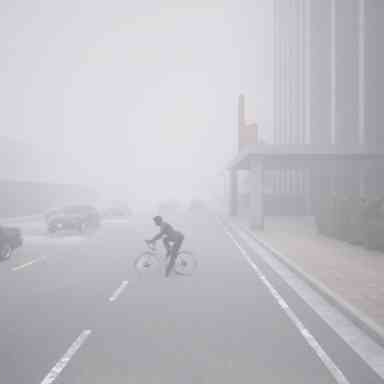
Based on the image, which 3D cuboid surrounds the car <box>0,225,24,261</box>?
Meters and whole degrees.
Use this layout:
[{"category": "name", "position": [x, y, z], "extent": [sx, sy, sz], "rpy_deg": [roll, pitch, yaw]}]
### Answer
[{"category": "car", "position": [-6.978, 1.547, 9.581], "extent": [2.033, 1.411, 5.357], "rpy_deg": [0, 0, 1]}]

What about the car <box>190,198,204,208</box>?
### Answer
[{"category": "car", "position": [0.803, 1.564, 49.126], "extent": [1.994, 1.385, 4.181], "rpy_deg": [0, 0, 1]}]

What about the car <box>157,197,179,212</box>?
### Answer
[{"category": "car", "position": [-2.878, 1.525, 38.277], "extent": [1.812, 1.442, 4.674], "rpy_deg": [0, 0, 1]}]

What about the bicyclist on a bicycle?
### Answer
[{"category": "bicyclist on a bicycle", "position": [-0.715, 1.451, 8.789], "extent": [1.656, 1.620, 0.582], "rpy_deg": [-2, 0, 1]}]

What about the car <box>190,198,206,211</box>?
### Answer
[{"category": "car", "position": [0.678, 1.600, 40.367], "extent": [1.895, 1.301, 4.718], "rpy_deg": [0, 0, 1]}]

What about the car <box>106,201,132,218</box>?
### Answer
[{"category": "car", "position": [-6.643, 1.525, 29.976], "extent": [1.812, 1.442, 4.674], "rpy_deg": [0, 0, 1]}]

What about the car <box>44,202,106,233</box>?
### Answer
[{"category": "car", "position": [-6.823, 1.505, 19.701], "extent": [1.837, 1.490, 4.892], "rpy_deg": [0, 0, 1]}]

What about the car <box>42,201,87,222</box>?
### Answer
[{"category": "car", "position": [-10.199, 1.525, 26.998], "extent": [1.812, 1.442, 4.674], "rpy_deg": [0, 0, 1]}]
